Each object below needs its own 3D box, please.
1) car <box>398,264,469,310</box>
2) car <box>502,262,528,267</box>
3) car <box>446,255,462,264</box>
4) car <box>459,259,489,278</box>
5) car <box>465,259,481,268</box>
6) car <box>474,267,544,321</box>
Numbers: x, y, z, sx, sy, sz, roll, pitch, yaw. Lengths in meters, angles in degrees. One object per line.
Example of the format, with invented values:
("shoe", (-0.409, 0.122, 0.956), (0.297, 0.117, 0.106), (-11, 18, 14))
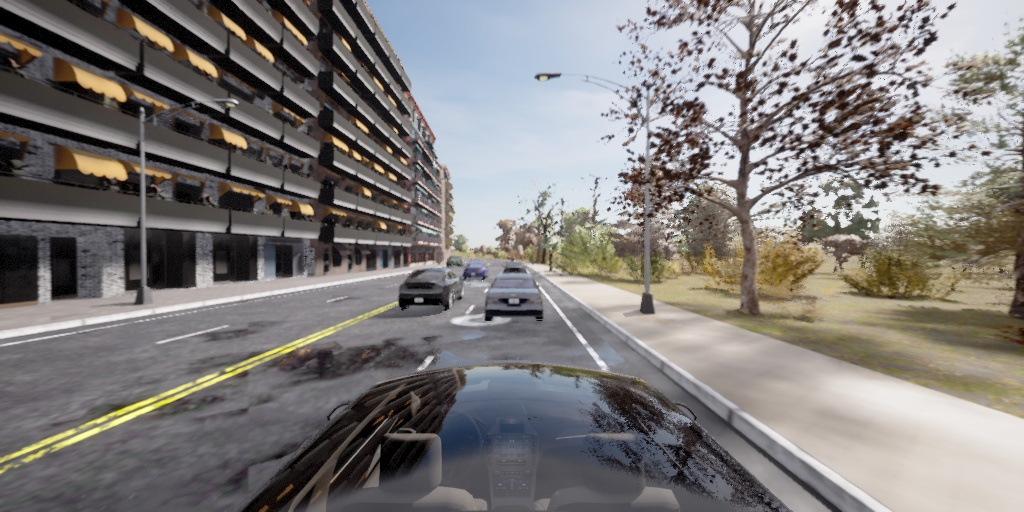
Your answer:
("car", (-3.119, 1.239, 14.583), (1.837, 1.490, 4.892), (0, 0, 1))
("car", (0.243, 1.223, 29.569), (1.837, 1.490, 4.892), (0, 0, 1))
("car", (-9.593, 0.910, 59.983), (2.150, 2.045, 5.566), (0, 0, 0))
("car", (-2.997, 1.241, 30.291), (1.812, 1.442, 4.674), (0, 0, 1))
("car", (-6.335, 1.238, 59.060), (2.033, 1.411, 5.357), (0, 0, 0))
("car", (0.090, 1.284, 12.403), (2.033, 1.411, 5.357), (0, 0, 1))
